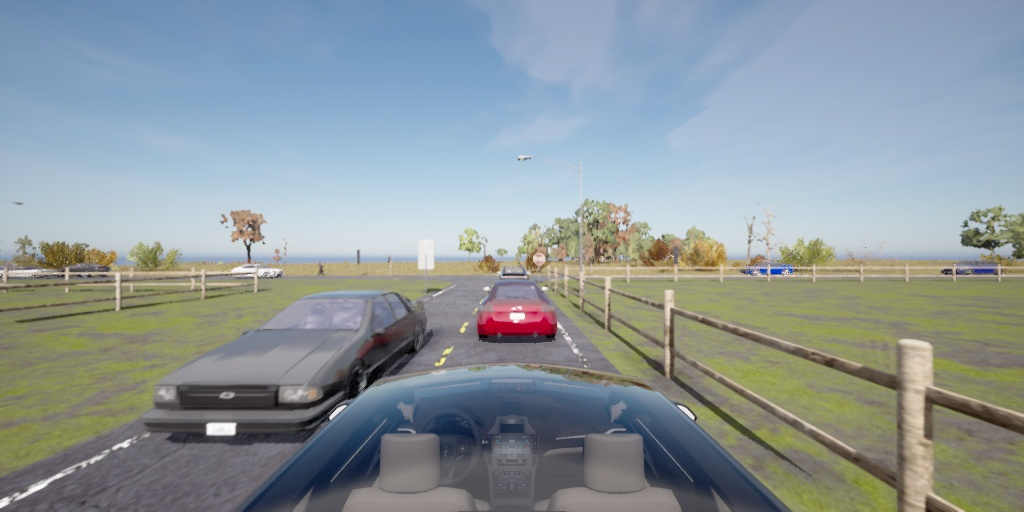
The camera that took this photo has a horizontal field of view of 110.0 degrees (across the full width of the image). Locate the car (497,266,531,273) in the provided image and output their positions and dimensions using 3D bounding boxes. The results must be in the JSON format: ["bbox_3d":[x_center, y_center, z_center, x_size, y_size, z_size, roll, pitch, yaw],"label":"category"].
[{"bbox_3d":[0.119,1.353,21.584,2.128,1.511,4.902,0,0,0],"label":"car"}]

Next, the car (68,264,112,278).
[{"bbox_3d":[-46.730,1.580,39.154,4.902,1.511,2.128,0,0,1],"label":"car"}]

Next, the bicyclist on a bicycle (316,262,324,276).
[{"bbox_3d":[-22.468,1.486,42.010,0.582,1.620,1.656,0,0,1],"label":"bicyclist on a bicycle"}]

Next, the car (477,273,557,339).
[{"bbox_3d":[0.111,1.362,10.226,1.994,1.385,4.181,0,0,0],"label":"car"}]

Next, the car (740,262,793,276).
[{"bbox_3d":[27.273,1.369,38.538,5.008,1.535,1.882,0,0,1],"label":"car"}]

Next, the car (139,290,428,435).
[{"bbox_3d":[-2.846,1.322,6.173,2.033,1.411,5.357,0,0,0],"label":"car"}]

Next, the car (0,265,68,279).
[{"bbox_3d":[-48.746,1.682,36.346,4.718,1.301,1.895,0,0,1],"label":"car"}]

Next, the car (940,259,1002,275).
[{"bbox_3d":[48.873,1.223,38.250,4.553,1.767,2.097,0,0,1],"label":"car"}]

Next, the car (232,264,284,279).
[{"bbox_3d":[-25.541,1.535,36.066,4.674,1.442,1.812,0,0,1],"label":"car"}]
